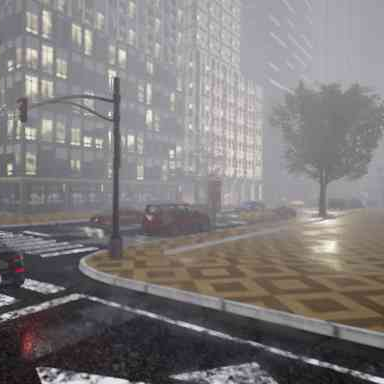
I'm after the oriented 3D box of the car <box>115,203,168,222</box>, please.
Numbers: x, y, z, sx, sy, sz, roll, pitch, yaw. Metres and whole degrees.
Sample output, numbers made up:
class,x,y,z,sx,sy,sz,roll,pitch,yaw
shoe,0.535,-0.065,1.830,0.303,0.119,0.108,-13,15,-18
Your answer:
class,x,y,z,sx,sy,sz,roll,pitch,yaw
car,-4.382,1.711,29.484,1.752,1.417,4.829,0,0,36

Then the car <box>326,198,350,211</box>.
class,x,y,z,sx,sy,sz,roll,pitch,yaw
car,22.582,1.902,51.852,2.192,1.841,5.009,0,0,36

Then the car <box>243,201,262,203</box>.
class,x,y,z,sx,sy,sz,roll,pitch,yaw
car,6.973,1.833,40.448,1.882,1.535,5.008,1,0,36

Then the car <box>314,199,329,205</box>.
class,x,y,z,sx,sy,sz,roll,pitch,yaw
car,29.241,2.211,74.953,2.008,1.369,4.403,0,0,36

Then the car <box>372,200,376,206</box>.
class,x,y,z,sx,sy,sz,roll,pitch,yaw
car,39.349,2.257,74.526,1.967,1.590,4.097,0,0,36

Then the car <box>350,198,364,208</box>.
class,x,y,z,sx,sy,sz,roll,pitch,yaw
car,29.289,1.994,60.921,2.192,1.841,5.009,0,0,36

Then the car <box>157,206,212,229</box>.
class,x,y,z,sx,sy,sz,roll,pitch,yaw
car,-0.449,1.816,25.073,1.994,1.385,4.181,1,0,37

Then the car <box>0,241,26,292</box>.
class,x,y,z,sx,sy,sz,roll,pitch,yaw
car,-5.690,1.604,7.734,4.674,1.442,1.812,-2,-1,35

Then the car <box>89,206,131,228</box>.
class,x,y,z,sx,sy,sz,roll,pitch,yaw
car,-5.251,1.741,23.942,1.994,1.385,4.181,1,0,36

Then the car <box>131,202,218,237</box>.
class,x,y,z,sx,sy,sz,roll,pitch,yaw
car,-0.892,1.564,20.107,2.192,1.841,5.009,0,0,36

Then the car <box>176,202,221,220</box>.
class,x,y,z,sx,sy,sz,roll,pitch,yaw
car,0.736,1.770,32.033,1.837,1.490,4.892,1,0,36

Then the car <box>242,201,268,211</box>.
class,x,y,z,sx,sy,sz,roll,pitch,yaw
car,9.129,1.948,47.754,1.947,1.339,4.313,0,0,36

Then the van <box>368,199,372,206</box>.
class,x,y,z,sx,sy,sz,roll,pitch,yaw
van,35.996,2.112,69.991,1.690,1.788,3.998,0,0,36

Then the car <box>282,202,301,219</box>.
class,x,y,z,sx,sy,sz,roll,pitch,yaw
car,9.166,1.978,33.711,1.802,1.307,4.206,0,0,36

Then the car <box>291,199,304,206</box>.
class,x,y,z,sx,sy,sz,roll,pitch,yaw
car,19.085,2.046,61.217,1.752,1.417,4.829,0,0,36

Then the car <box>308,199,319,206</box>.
class,x,y,z,sx,sy,sz,roll,pitch,yaw
car,25.890,2.197,70.419,1.802,1.307,4.206,0,0,36

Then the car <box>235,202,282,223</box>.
class,x,y,z,sx,sy,sz,roll,pitch,yaw
car,5.914,1.874,29.312,1.752,1.417,4.829,0,0,36

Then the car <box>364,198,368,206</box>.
class,x,y,z,sx,sy,sz,roll,pitch,yaw
car,32.641,2.270,65.456,1.887,1.381,4.507,0,0,36
